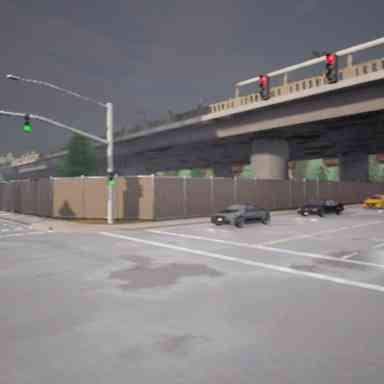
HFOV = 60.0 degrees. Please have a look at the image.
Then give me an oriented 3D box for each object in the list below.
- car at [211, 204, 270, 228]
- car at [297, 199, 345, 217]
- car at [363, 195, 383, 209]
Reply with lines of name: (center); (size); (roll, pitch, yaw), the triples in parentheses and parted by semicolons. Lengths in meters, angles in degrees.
car: (3.140, 1.436, 21.220); (4.181, 1.385, 1.994); (-1, 1, -42)
car: (11.062, 1.299, 28.335); (5.357, 1.411, 2.033); (-1, 0, -42)
car: (20.932, 1.079, 37.175); (5.008, 1.535, 1.882); (-1, 1, -42)
